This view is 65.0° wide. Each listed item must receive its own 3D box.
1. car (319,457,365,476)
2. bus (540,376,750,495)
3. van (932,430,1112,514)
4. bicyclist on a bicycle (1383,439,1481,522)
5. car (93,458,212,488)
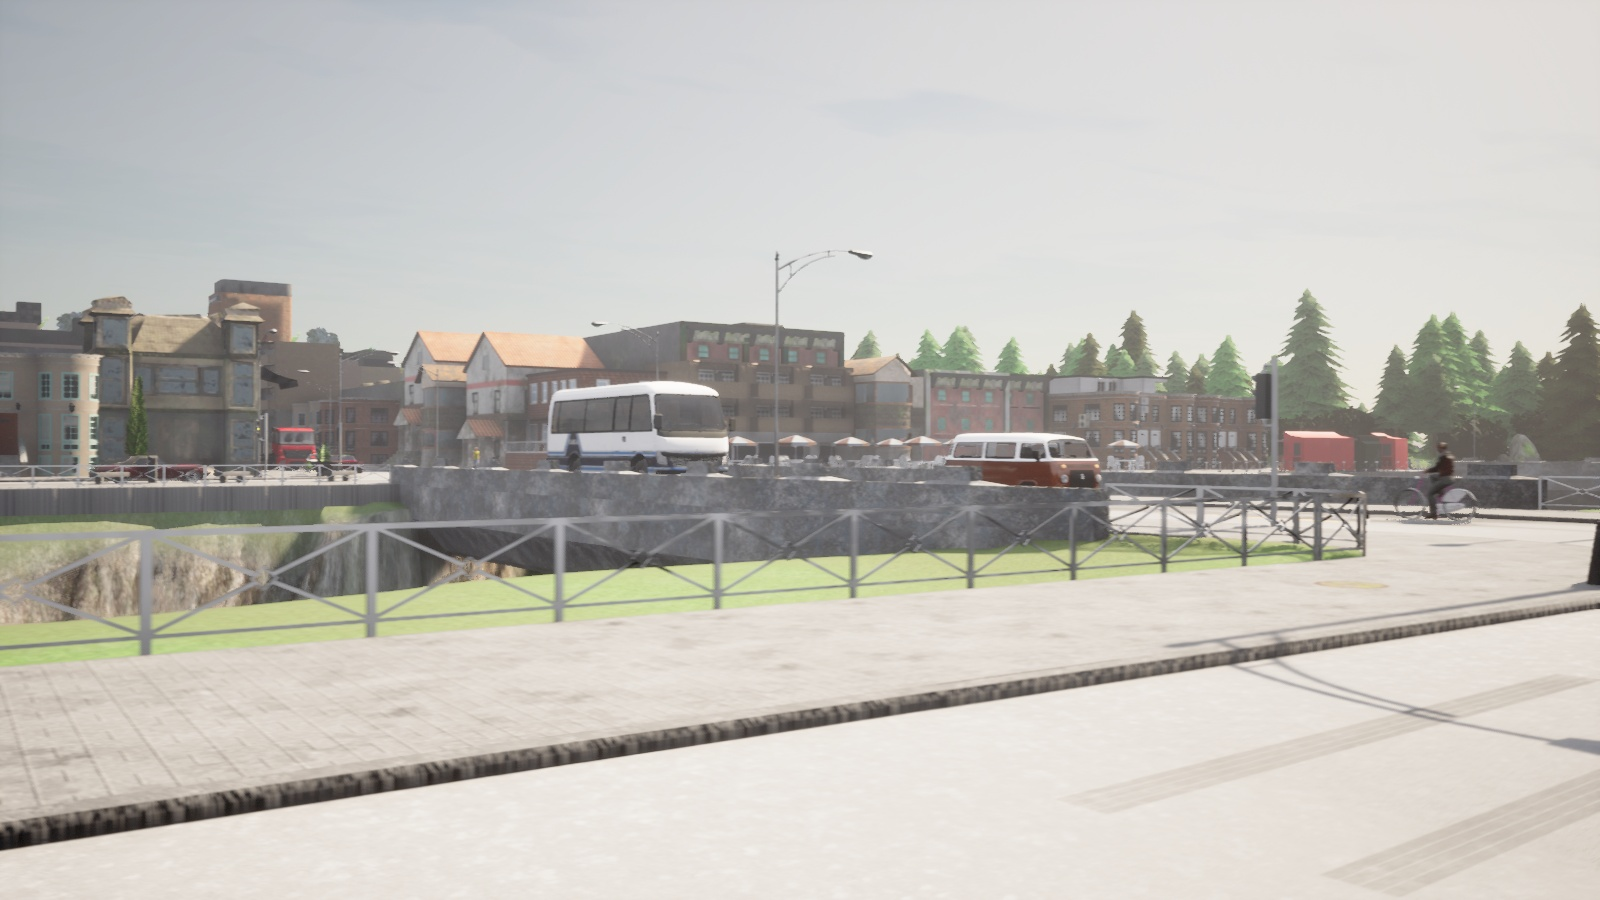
[{"bbox_3d":[-31.487,1.123,86.217,1.895,1.301,4.718,0,0,-34],"label":"car"},{"bbox_3d":[-6.444,-0.495,50.233,3.944,4.253,10.273,0,0,-35],"label":"bus"},{"bbox_3d":[5.702,0.537,32.831,2.069,2.038,4.480,0,0,-35],"label":"van"},{"bbox_3d":[13.998,0.654,27.859,0.659,1.776,1.843,0,0,-34],"label":"bicyclist on a bicycle"},{"bbox_3d":[-30.124,1.052,58.503,4.718,1.301,1.895,0,0,-35],"label":"car"}]
